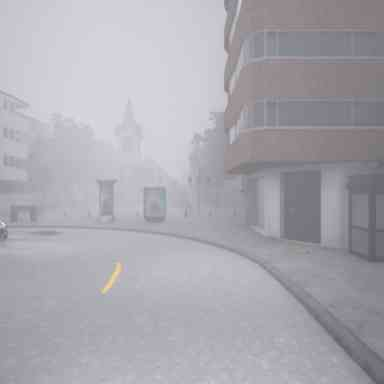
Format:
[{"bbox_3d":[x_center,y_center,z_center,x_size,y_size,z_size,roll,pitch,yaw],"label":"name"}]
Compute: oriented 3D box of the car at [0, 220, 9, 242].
[{"bbox_3d":[-10.114,1.329,13.814,4.553,1.767,2.097,0,0,9],"label":"car"}]
